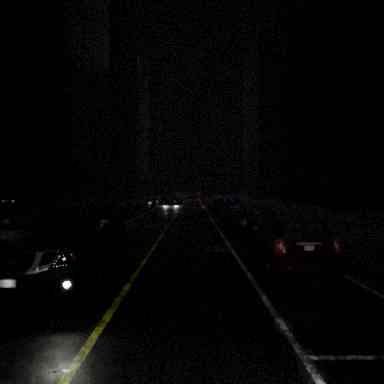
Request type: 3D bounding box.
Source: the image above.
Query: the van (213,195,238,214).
[{"bbox_3d":[2.862,1.180,26.967,1.690,1.788,3.998,0,0,0],"label":"van"}]

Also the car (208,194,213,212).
[{"bbox_3d":[2.866,1.246,32.616,1.967,1.590,4.097,0,0,0],"label":"car"}]

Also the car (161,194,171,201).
[{"bbox_3d":[-5.639,1.120,72.158,1.887,1.381,4.507,0,0,0],"label":"car"}]

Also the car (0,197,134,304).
[{"bbox_3d":[-3.098,1.171,8.352,2.150,2.045,5.566,0,0,0],"label":"car"}]

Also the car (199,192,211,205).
[{"bbox_3d":[2.374,1.150,51.978,1.801,1.575,5.366,0,0,0],"label":"car"}]

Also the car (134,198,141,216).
[{"bbox_3d":[-5.661,1.385,26.968,1.887,1.381,4.507,0,0,0],"label":"car"}]

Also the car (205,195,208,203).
[{"bbox_3d":[2.869,1.317,38.265,1.887,1.381,4.507,0,0,0],"label":"car"}]

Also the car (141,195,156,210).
[{"bbox_3d":[-5.656,1.325,38.265,2.008,1.369,4.403,0,0,0],"label":"car"}]

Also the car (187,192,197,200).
[{"bbox_3d":[0.033,0.997,70.376,1.994,1.385,4.181,0,0,0],"label":"car"}]

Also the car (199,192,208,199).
[{"bbox_3d":[2.892,0.942,83.453,1.967,1.590,4.097,0,0,0],"label":"car"}]

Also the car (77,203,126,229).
[{"bbox_3d":[-5.664,1.439,21.319,1.947,1.339,4.313,0,0,0],"label":"car"}]

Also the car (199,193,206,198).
[{"bbox_3d":[2.899,1.006,94.751,1.802,1.307,4.206,0,0,0],"label":"car"}]

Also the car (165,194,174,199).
[{"bbox_3d":[-5.632,1.085,83.456,1.802,1.307,4.206,0,0,0],"label":"car"}]

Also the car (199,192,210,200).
[{"bbox_3d":[2.888,0.854,77.803,2.192,1.841,5.009,0,0,0],"label":"car"}]

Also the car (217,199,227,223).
[{"bbox_3d":[2.861,1.417,21.319,1.887,1.381,4.507,0,0,0],"label":"car"}]

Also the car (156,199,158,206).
[{"bbox_3d":[-5.654,1.181,43.914,1.967,1.590,4.097,0,0,0],"label":"car"}]

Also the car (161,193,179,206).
[{"bbox_3d":[-3.058,1.210,49.671,1.837,1.490,4.892,0,1,0],"label":"car"}]

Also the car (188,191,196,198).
[{"bbox_3d":[0.041,0.701,85.458,2.097,1.767,4.553,0,0,0],"label":"car"}]

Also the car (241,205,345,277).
[{"bbox_3d":[2.855,1.379,10.022,1.967,1.590,4.097,0,0,0],"label":"car"}]

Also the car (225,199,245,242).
[{"bbox_3d":[2.857,1.345,15.670,1.967,1.590,4.097,0,0,0],"label":"car"}]
